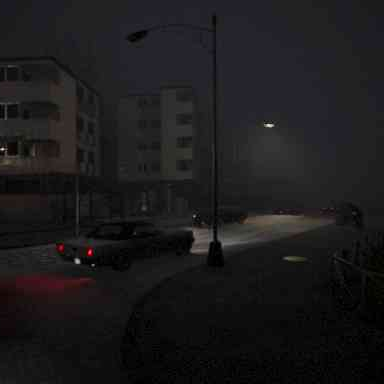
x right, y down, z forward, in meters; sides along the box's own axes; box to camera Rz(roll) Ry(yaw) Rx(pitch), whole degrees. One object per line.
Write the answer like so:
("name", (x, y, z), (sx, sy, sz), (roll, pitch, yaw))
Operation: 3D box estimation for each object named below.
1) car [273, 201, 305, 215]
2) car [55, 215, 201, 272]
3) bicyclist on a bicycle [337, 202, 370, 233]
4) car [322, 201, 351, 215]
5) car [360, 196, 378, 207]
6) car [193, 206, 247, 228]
("car", (10.164, 1.598, 34.467), (2.033, 1.411, 5.357), (0, 0, 36))
("car", (-1.893, 1.635, 11.055), (1.895, 1.301, 4.718), (0, 0, 36))
("bicyclist on a bicycle", (8.694, 1.363, 17.966), (1.656, 1.620, 0.582), (-1, 0, 36))
("car", (14.660, 1.580, 33.547), (2.033, 1.411, 5.357), (0, 0, 36))
("car", (27.405, 1.387, 51.411), (2.097, 1.767, 4.553), (0, 0, 36))
("car", (1.989, 1.651, 23.025), (1.895, 1.301, 4.718), (0, 0, 36))
